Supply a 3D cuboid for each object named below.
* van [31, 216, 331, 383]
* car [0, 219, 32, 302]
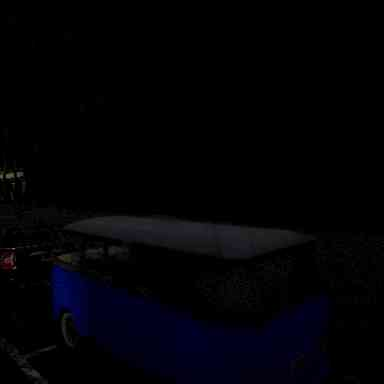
[{"bbox_3d":[-0.384,1.263,4.230,1.690,1.788,3.998,-2,1,-45],"label":"van"},{"bbox_3d":[-4.330,1.373,8.216,1.967,1.590,4.097,-2,1,-45],"label":"car"}]
